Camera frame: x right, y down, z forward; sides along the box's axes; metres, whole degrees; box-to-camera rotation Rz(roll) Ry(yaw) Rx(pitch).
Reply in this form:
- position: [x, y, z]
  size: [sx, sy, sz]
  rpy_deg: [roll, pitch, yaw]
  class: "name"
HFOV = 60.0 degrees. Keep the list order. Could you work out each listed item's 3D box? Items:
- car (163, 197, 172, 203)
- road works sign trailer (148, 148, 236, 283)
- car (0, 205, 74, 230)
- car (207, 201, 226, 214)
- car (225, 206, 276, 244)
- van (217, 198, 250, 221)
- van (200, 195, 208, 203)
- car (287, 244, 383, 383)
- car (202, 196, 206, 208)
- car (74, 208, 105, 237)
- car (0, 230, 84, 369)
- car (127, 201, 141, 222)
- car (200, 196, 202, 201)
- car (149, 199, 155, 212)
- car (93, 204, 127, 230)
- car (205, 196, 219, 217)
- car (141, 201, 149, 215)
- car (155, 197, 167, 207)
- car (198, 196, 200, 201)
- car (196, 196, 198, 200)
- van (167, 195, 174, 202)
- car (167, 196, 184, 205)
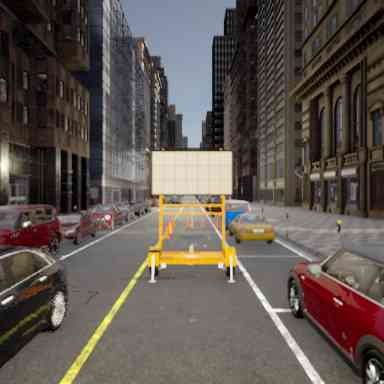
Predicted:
- position: [-5.733, 1.914, 77.579]
  size: [1.887, 1.381, 4.507]
  rpy_deg: [0, 0, 0]
  class: "car"
- position: [0.003, 0.507, 9.813]
  size: [2.380, 3.560, 2.880]
  rpy_deg: [0, 0, 0]
  class: "road works sign trailer"
- position: [-5.762, 1.360, 10.356]
  size: [2.192, 1.841, 5.009]
  rpy_deg: [0, 0, 0]
  class: "car"
- position: [2.775, 1.755, 38.374]
  size: [1.802, 1.307, 4.206]
  rpy_deg: [0, 0, 0]
  class: "car"
- position: [2.766, 1.596, 16.138]
  size: [1.752, 1.417, 4.829]
  rpy_deg: [0, 0, 0]
  class: "car"
- position: [2.768, 1.436, 21.570]
  size: [1.690, 1.788, 3.998]
  rpy_deg: [0, 0, 0]
  class: "van"
- position: [2.791, 1.710, 77.586]
  size: [1.690, 1.788, 3.998]
  rpy_deg: [0, 0, 0]
  class: "van"
- position: [2.761, 1.461, 4.764]
  size: [1.967, 1.590, 4.097]
  rpy_deg: [0, 0, 0]
  class: "car"
- position: [2.777, 1.516, 43.976]
  size: [2.192, 1.841, 5.009]
  rpy_deg: [0, 0, 0]
  class: "car"
- position: [-5.759, 1.651, 15.957]
  size: [1.802, 1.307, 4.206]
  rpy_deg: [0, 0, 0]
  class: "car"
- position: [-3.099, 1.523, 4.086]
  size: [1.837, 1.490, 4.892]
  rpy_deg: [0, 0, 0]
  class: "car"
- position: [-5.754, 1.671, 27.161]
  size: [2.008, 1.369, 4.403]
  rpy_deg: [0, 0, 0]
  class: "car"
- position: [2.782, 1.696, 55.179]
  size: [1.967, 1.590, 4.097]
  rpy_deg: [0, 0, 0]
  class: "car"
- position: [-5.750, 1.739, 38.364]
  size: [1.947, 1.339, 4.313]
  rpy_deg: [0, 0, 0]
  class: "car"
- position: [-5.757, 1.535, 21.559]
  size: [1.967, 1.590, 4.097]
  rpy_deg: [0, 0, 0]
  class: "car"
- position: [2.772, 1.462, 32.773]
  size: [2.192, 1.841, 5.009]
  rpy_deg: [0, 0, 0]
  class: "car"
- position: [-5.752, 1.712, 32.763]
  size: [1.947, 1.339, 4.313]
  rpy_deg: [0, 0, 0]
  class: "car"
- position: [-5.743, 1.801, 55.171]
  size: [1.887, 1.381, 4.507]
  rpy_deg: [0, 0, 0]
  class: "car"
- position: [2.787, 1.753, 66.382]
  size: [1.967, 1.590, 4.097]
  rpy_deg: [0, 0, 0]
  class: "car"
- position: [2.797, 1.970, 88.789]
  size: [1.887, 1.381, 4.507]
  rpy_deg: [0, 0, 0]
  class: "car"
- position: [-5.729, 1.767, 88.785]
  size: [1.690, 1.788, 3.998]
  rpy_deg: [0, 0, 0]
  class: "van"
- position: [-2.974, 1.841, 62.699]
  size: [2.033, 1.411, 5.357]
  rpy_deg: [0, 0, 0]
  class: "car"
